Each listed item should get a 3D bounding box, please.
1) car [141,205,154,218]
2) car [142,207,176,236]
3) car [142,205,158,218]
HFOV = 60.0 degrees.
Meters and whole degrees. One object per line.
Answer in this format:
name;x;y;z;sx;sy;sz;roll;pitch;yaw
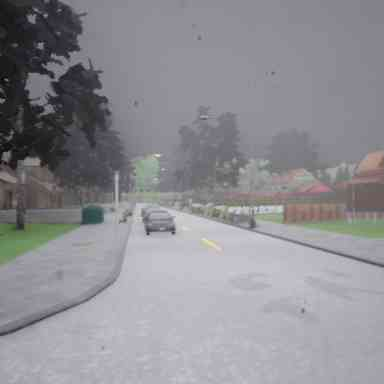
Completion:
car;-3.798;2.219;32.194;1.812;1.442;4.674;-1;-1;-9
car;-2.168;1.999;22.192;1.812;1.442;4.674;-1;-1;-9
car;-5.425;2.442;42.334;1.812;1.442;4.674;-1;-1;-9
